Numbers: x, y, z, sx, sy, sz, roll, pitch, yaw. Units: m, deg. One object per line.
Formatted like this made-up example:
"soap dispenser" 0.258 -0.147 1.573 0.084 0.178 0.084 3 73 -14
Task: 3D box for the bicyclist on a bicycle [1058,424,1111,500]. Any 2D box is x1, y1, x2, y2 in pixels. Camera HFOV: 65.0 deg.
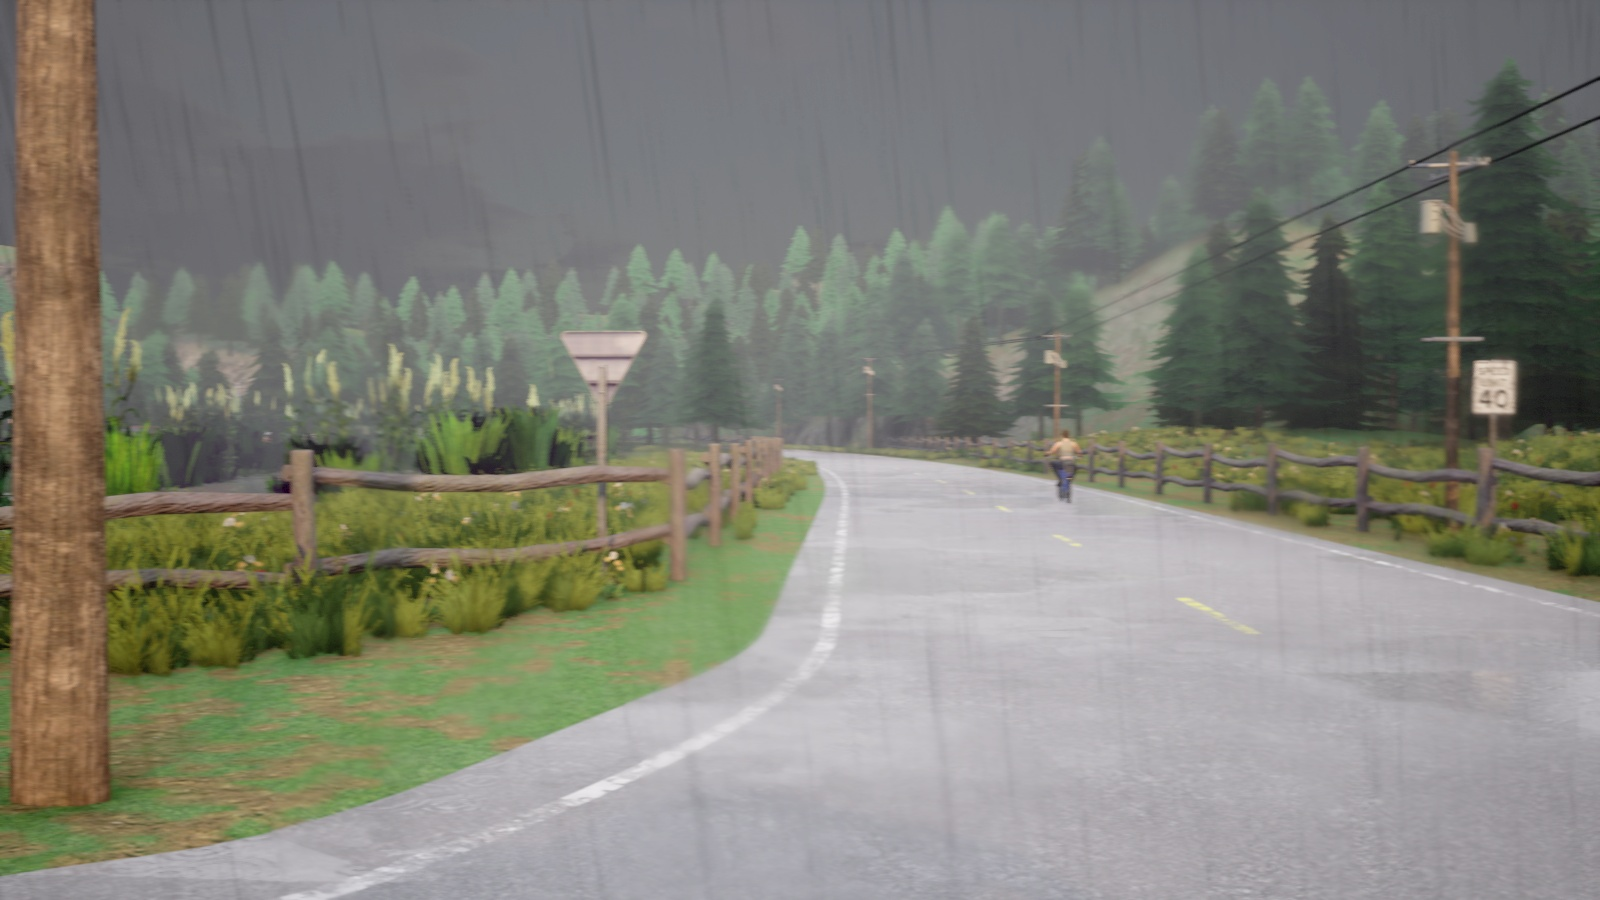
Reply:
"bicyclist on a bicycle" 6.210 0.246 27.493 0.866 1.612 1.509 -1 1 3
